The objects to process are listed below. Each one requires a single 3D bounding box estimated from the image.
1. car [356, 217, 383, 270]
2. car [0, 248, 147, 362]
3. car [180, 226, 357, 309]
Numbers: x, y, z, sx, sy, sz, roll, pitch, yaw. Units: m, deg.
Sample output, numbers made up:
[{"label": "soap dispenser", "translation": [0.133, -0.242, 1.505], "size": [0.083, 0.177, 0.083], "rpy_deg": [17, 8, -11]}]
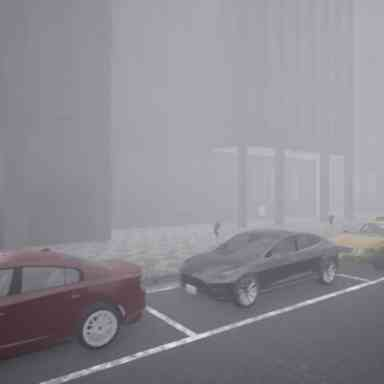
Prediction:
[{"label": "car", "translation": [6.213, 1.538, 11.079], "size": [4.829, 1.417, 1.752], "rpy_deg": [0, 0, -35]}, {"label": "car", "translation": [-2.827, 1.545, 4.633], "size": [4.507, 1.381, 1.887], "rpy_deg": [0, 0, -35]}, {"label": "car", "translation": [1.762, 1.572, 7.905], "size": [4.313, 1.339, 1.947], "rpy_deg": [0, 0, -35]}]
